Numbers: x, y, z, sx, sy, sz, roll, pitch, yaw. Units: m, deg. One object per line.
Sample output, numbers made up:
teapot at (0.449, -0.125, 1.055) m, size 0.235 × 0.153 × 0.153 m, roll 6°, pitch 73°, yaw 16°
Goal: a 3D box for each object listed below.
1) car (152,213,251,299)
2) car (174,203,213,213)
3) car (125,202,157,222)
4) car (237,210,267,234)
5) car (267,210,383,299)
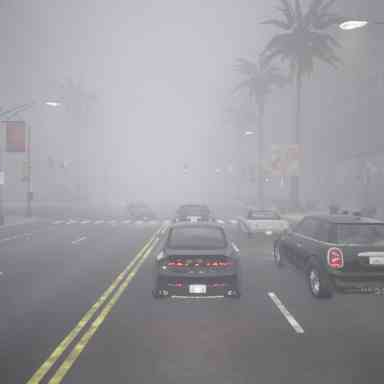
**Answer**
car at (0.095, 1.505, 8.448) m, size 1.837 × 1.490 × 4.892 m, roll 0°, pitch 0°, yaw 0°
car at (0.087, 1.351, 17.915) m, size 2.097 × 1.767 × 4.553 m, roll 0°, pitch 0°, yaw 0°
car at (-4.281, 1.548, 27.036) m, size 2.033 × 1.411 × 5.357 m, roll 0°, pitch 0°, yaw -20°
car at (3.587, 1.601, 17.731) m, size 1.895 × 1.301 × 4.718 m, roll 0°, pitch 0°, yaw 0°
car at (3.593, 1.352, 8.581) m, size 2.097 × 1.767 × 4.553 m, roll 0°, pitch 0°, yaw 0°
